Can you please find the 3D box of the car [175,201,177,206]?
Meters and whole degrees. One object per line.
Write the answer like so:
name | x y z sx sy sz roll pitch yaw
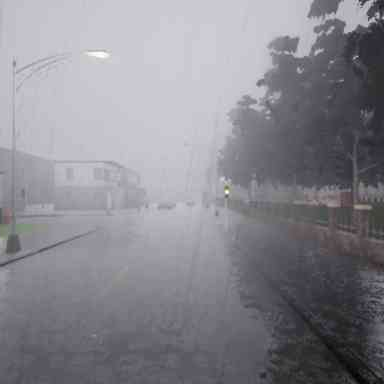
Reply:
car | -4.327 2.110 63.786 2.097 1.767 4.553 0 -1 0

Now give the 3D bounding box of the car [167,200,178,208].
car | -4.370 2.621 73.829 2.128 1.511 4.902 0 -1 0

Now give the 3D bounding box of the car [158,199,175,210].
car | -4.341 1.994 54.033 2.097 1.767 4.553 0 -1 0

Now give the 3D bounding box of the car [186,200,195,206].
car | -0.371 2.574 74.128 1.882 1.535 5.008 0 -1 0
